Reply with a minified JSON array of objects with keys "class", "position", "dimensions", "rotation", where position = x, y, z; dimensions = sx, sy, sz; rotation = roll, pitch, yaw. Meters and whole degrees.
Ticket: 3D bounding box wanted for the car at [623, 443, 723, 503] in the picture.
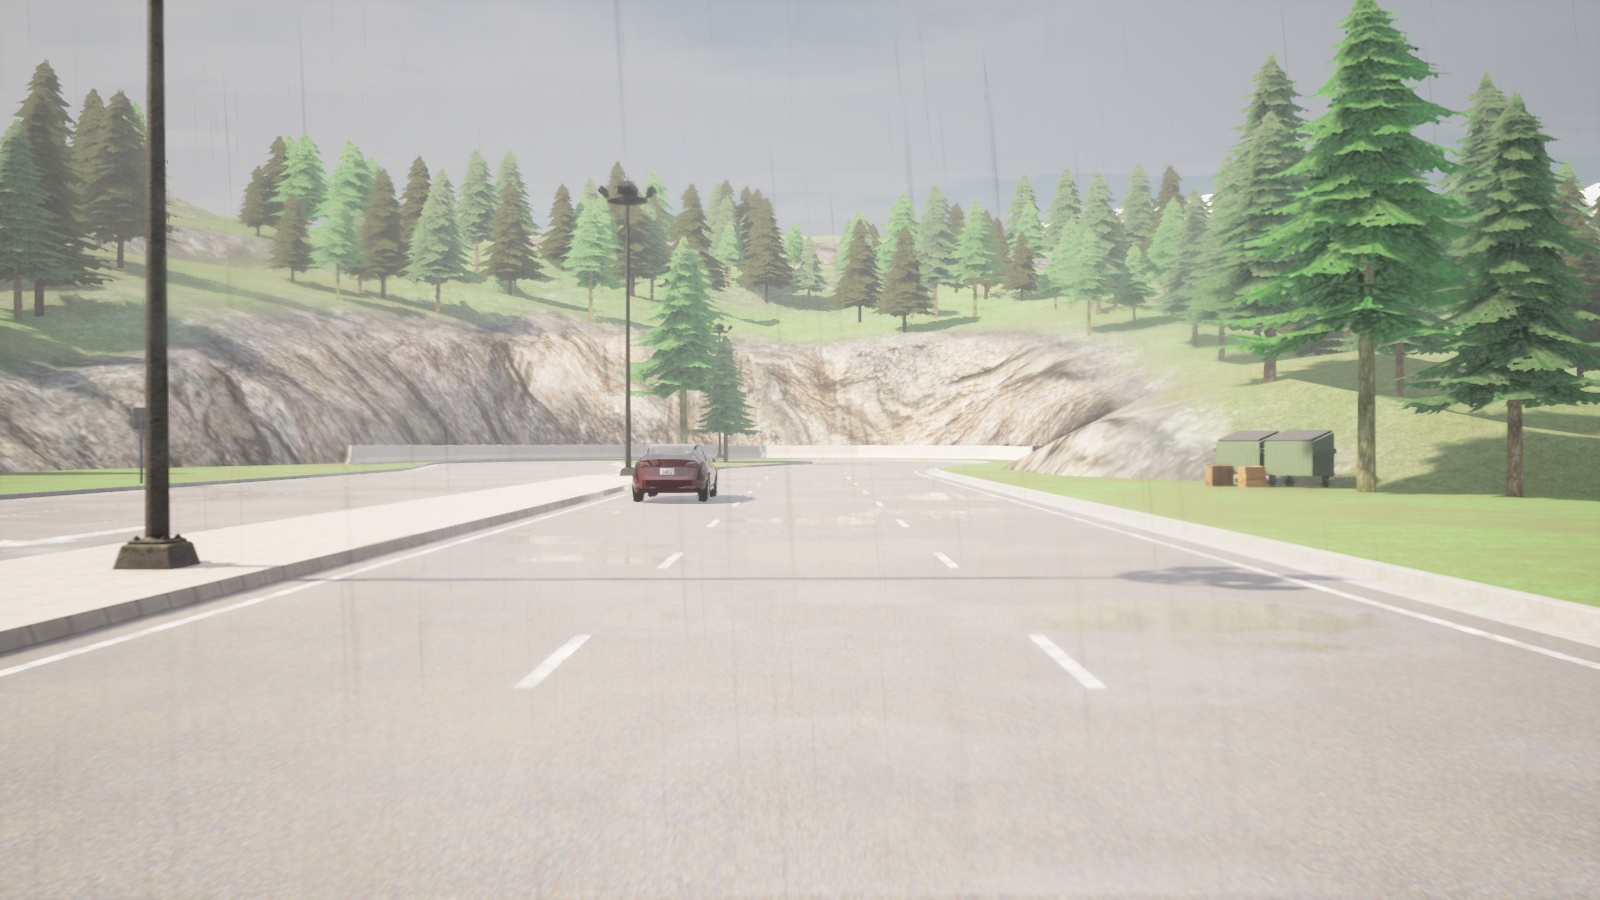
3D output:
[{"class":"car","position":[-3.294,0.554,33.586],"dimensions":[2.163,1.488,4.792],"rotation":[0,0,0]}]
